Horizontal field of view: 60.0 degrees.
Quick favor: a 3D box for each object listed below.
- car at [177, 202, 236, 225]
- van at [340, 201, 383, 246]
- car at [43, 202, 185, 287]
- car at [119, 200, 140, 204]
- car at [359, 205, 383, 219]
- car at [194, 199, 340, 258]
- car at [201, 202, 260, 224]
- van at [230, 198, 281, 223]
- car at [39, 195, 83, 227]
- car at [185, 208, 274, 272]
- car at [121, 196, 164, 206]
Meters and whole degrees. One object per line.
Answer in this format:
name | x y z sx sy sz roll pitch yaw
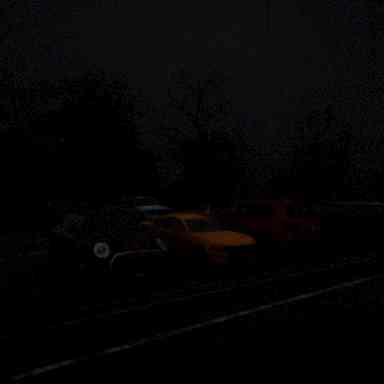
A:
car | 1.056 1.687 27.297 1.946 1.575 5.366 2 -1 -36
van | 7.323 1.437 16.608 1.878 1.987 4.442 2 -1 -36
car | -2.475 1.315 9.429 2.185 1.767 4.553 1 -1 -36
car | -5.736 1.516 22.171 2.231 1.521 4.892 1 -1 -36
car | 25.045 2.658 44.304 2.185 1.767 4.553 3 -2 -35
car | 2.348 1.281 12.922 2.435 2.045 5.566 1 -1 -36
car | 3.218 1.756 28.848 1.946 1.575 5.366 2 -1 -36
van | 5.668 1.612 30.235 1.878 1.987 4.442 2 -1 -36
car | -7.881 1.223 20.589 2.435 2.045 5.566 1 -1 -36
car | -0.003 1.487 11.188 2.097 1.535 5.008 1 -1 -36
car | -3.458 1.311 23.794 2.435 2.045 5.566 1 -1 -36
